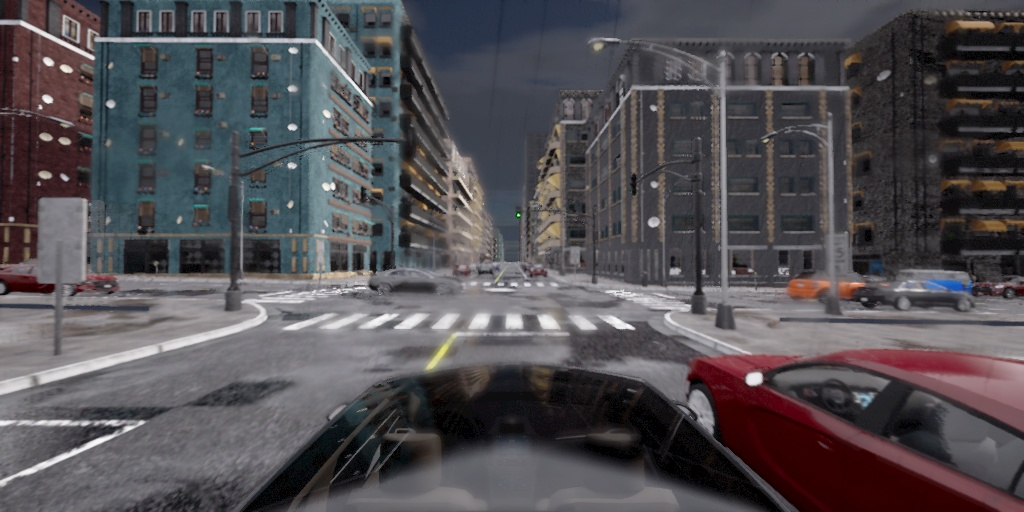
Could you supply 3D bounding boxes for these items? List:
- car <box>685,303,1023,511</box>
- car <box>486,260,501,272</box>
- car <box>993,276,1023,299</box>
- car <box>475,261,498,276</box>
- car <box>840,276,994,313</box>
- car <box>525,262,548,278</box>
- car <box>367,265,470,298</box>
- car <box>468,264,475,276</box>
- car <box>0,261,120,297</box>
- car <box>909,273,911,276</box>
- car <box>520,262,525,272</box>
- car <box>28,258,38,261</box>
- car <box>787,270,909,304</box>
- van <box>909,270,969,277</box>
[{"bbox_3d":[2.821,1.301,2.349,1.888,1.381,4.507,0,0,0],"label":"car"},{"bbox_3d":[-2.976,1.797,59.405,1.812,1.442,4.674,0,-1,1],"label":"car"},{"bbox_3d":[34.111,2.094,24.580,4.097,1.591,1.967,0,0,0],"label":"car"},{"bbox_3d":[-3.033,1.622,43.013,1.837,1.490,4.892,0,0,0],"label":"car"},{"bbox_3d":[17.955,1.757,16.072,4.403,1.370,2.007,0,0,0],"label":"car"},{"bbox_3d":[2.849,1.528,39.818,1.967,1.591,4.097,0,0,0],"label":"car"},{"bbox_3d":[-4.913,1.355,18.592,4.902,1.511,2.128,1,-1,0],"label":"car"},{"bbox_3d":[-5.732,1.645,41.051,1.888,1.381,4.507,0,0,0],"label":"car"},{"bbox_3d":[-19.993,1.033,15.697,4.507,1.381,1.888,0,0,0],"label":"car"},{"bbox_3d":[20.969,1.888,21.897,4.674,1.442,1.812,1,-1,0],"label":"car"},{"bbox_3d":[2.758,1.813,56.808,1.948,1.339,4.313,0,0,0],"label":"car"},{"bbox_3d":[-31.489,0.856,24.063,4.097,1.591,1.967,0,0,0],"label":"car"},{"bbox_3d":[17.223,1.589,18.772,4.553,1.767,2.097,1,-1,0],"label":"car"},{"bbox_3d":[28.705,1.893,24.538,3.998,1.789,1.690,0,0,0],"label":"van"}]
